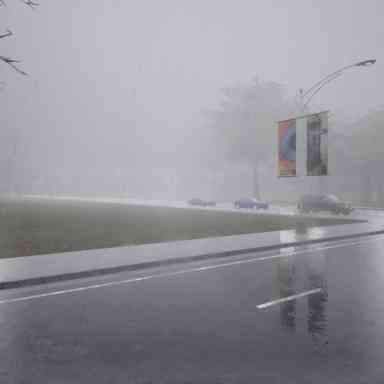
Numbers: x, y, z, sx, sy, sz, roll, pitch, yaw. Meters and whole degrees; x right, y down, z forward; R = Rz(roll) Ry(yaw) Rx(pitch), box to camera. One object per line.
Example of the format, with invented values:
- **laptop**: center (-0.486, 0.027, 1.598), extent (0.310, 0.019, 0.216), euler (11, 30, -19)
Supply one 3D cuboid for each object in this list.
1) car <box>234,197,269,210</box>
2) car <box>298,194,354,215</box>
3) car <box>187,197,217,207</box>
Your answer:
- **car**: center (7.507, 1.444, 42.223), extent (1.882, 1.535, 5.008), euler (0, 0, -36)
- **car**: center (13.518, 1.224, 33.989), extent (2.150, 2.045, 5.566), euler (0, 0, -36)
- **car**: center (1.424, 1.483, 50.569), extent (2.033, 1.411, 5.357), euler (0, 0, -36)
